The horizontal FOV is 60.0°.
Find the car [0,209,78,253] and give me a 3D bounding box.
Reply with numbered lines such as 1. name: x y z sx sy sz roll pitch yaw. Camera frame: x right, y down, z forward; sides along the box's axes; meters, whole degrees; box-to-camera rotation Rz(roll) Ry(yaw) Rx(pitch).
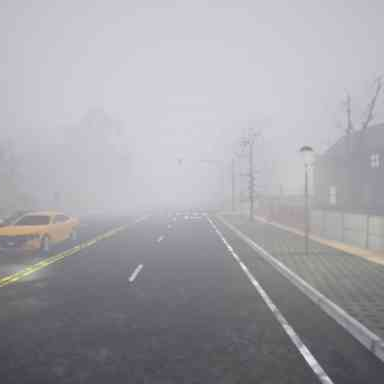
1. car: -6.602 1.628 14.632 1.882 1.535 5.008 0 -1 0

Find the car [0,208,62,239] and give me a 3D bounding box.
1. car: -9.852 1.754 20.000 2.033 1.411 5.357 0 -1 0
